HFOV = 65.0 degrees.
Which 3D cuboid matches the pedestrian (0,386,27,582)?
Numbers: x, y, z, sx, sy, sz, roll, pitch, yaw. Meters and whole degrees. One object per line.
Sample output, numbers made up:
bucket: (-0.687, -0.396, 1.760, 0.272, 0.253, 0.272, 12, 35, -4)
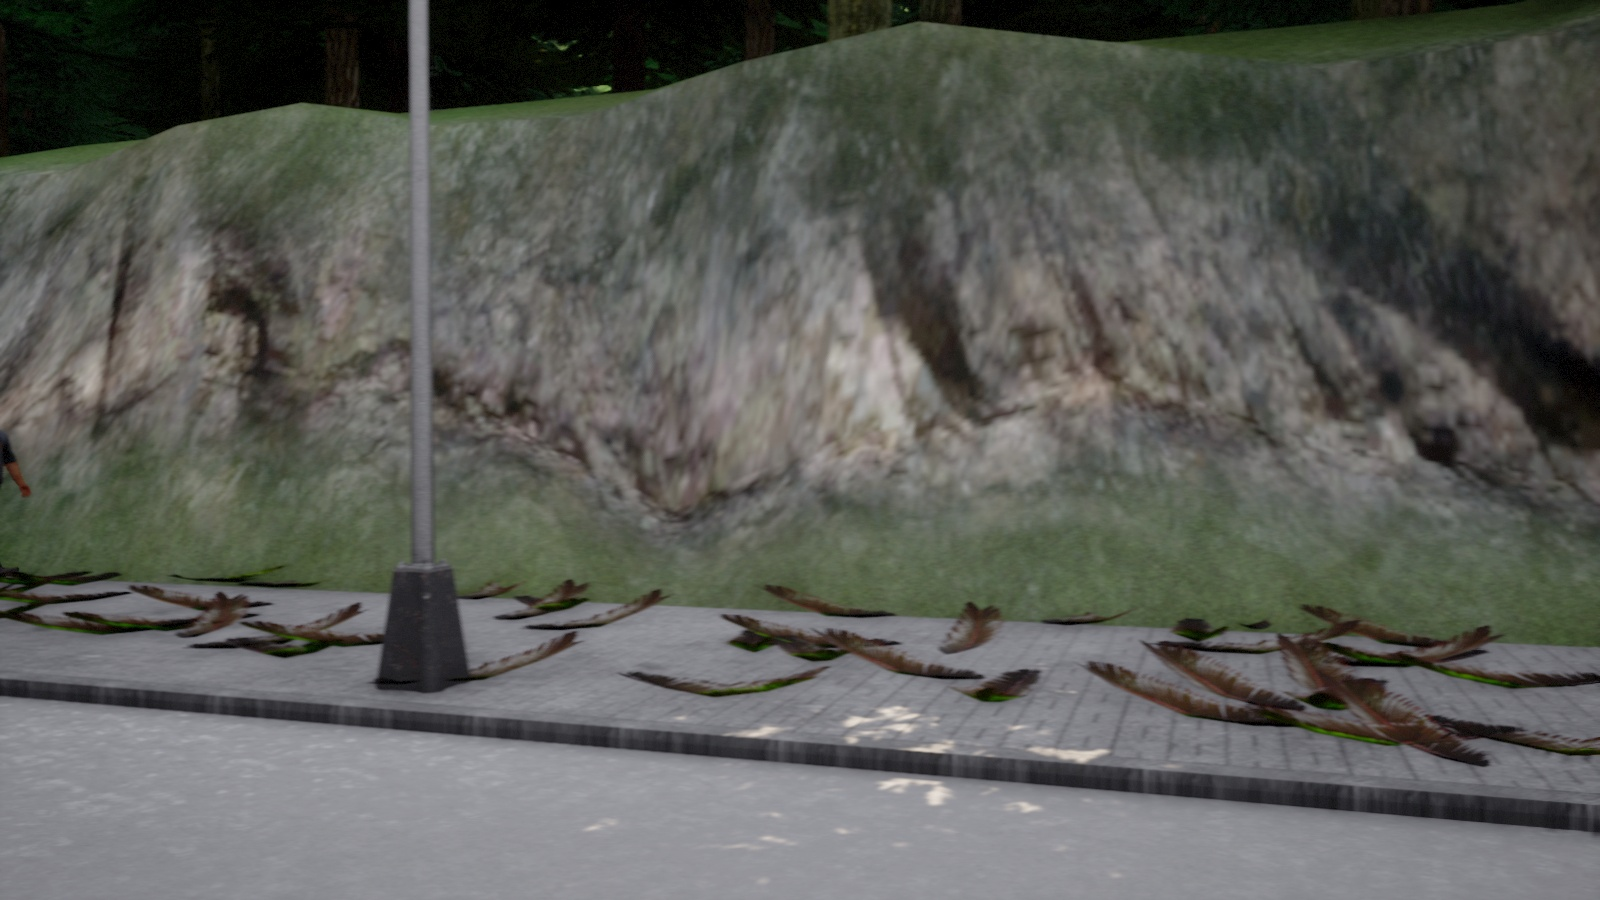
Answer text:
pedestrian: (-7.860, 0.316, 11.948, 0.694, 1.848, 0.540, 1, 1, 19)
